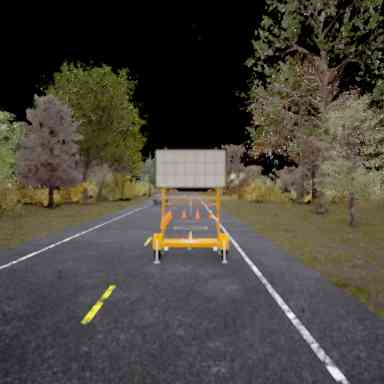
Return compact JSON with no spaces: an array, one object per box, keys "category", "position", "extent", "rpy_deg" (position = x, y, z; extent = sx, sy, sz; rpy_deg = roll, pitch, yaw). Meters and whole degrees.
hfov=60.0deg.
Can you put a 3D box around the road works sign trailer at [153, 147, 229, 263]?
[{"category":"road works sign trailer","position":[-0.040,0.286,11.179],"extent":[2.380,3.560,2.880],"rpy_deg":[0,1,0]}]

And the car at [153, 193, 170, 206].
[{"category":"car","position":[-3.762,0.882,41.437],"extent":[1.837,1.490,4.892],"rpy_deg":[0,1,0]}]
